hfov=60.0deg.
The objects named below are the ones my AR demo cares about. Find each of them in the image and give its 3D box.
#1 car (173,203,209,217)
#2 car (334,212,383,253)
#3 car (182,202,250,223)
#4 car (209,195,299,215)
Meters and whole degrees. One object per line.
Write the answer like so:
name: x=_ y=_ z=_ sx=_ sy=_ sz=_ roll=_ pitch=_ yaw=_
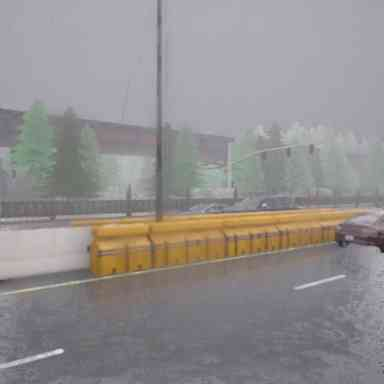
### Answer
car: x=1.001 y=1.496 z=21.870 sx=4.902 sy=1.511 sz=2.128 roll=0 pitch=0 yaw=-35
car: x=7.679 y=1.530 z=13.571 sx=4.674 sy=1.442 sz=1.812 roll=0 pitch=0 yaw=-35
car: x=2.002 y=1.552 z=26.854 sx=5.357 sy=1.411 sz=2.033 roll=0 pitch=0 yaw=-35
car: x=4.028 y=1.228 z=19.722 sx=5.566 sy=2.045 sz=2.150 roll=0 pitch=0 yaw=-35
